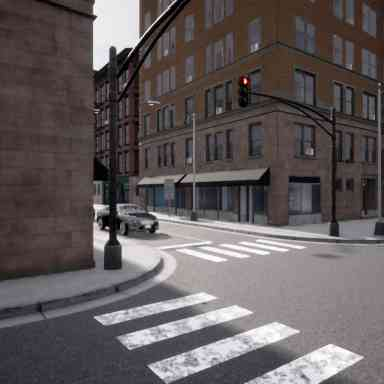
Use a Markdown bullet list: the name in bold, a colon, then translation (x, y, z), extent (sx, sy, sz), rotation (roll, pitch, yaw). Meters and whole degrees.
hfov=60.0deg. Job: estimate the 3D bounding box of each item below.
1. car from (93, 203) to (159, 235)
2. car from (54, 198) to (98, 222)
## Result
- **car**: translation (-3.618, 1.395, 18.157), extent (2.128, 1.511, 4.902), rotation (0, 0, -37)
- **car**: translation (-9.105, 1.323, 25.867), extent (1.882, 1.535, 5.008), rotation (0, 0, -36)
